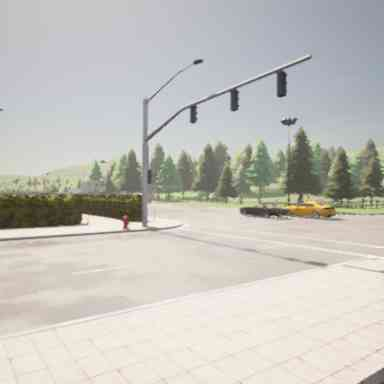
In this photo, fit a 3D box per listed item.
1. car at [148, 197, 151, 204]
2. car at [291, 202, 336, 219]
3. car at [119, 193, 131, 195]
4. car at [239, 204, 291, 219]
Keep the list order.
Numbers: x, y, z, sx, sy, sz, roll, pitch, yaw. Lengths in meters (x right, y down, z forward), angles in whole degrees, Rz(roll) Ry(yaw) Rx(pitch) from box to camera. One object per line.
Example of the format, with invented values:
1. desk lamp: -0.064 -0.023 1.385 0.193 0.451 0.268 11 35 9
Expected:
1. car: -10.023 1.686 67.887 1.837 1.490 4.892 0 0 -35
2. car: 10.962 1.636 31.169 1.882 1.535 5.008 0 0 -33
3. car: -15.480 1.242 75.806 2.150 2.045 5.566 0 0 -35
4. car: 6.642 1.739 31.421 1.895 1.301 4.718 0 0 -33
